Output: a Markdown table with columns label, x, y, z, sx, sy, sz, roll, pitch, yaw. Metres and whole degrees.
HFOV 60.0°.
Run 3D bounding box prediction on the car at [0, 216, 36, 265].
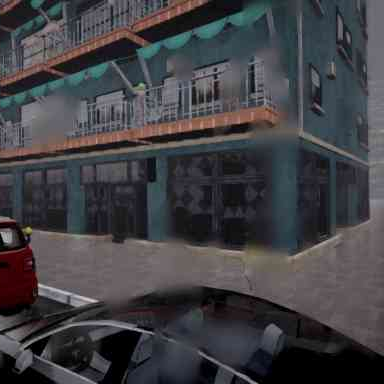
| label | x | y | z | sx | sy | sz | roll | pitch | yaw |
| --- | --- | --- | --- | --- | --- | --- | --- | --- | --- |
| car | -4.907 | 1.317 | 6.227 | 5.009 | 1.841 | 2.192 | 0 | -1 | 35 |

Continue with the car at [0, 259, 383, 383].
| label | x | y | z | sx | sy | sz | roll | pitch | yaw |
| --- | --- | --- | --- | --- | --- | --- | --- | --- | --- |
| car | -0.296 | 1.566 | 2.942 | 4.313 | 1.339 | 1.947 | 0 | -1 | 35 |
